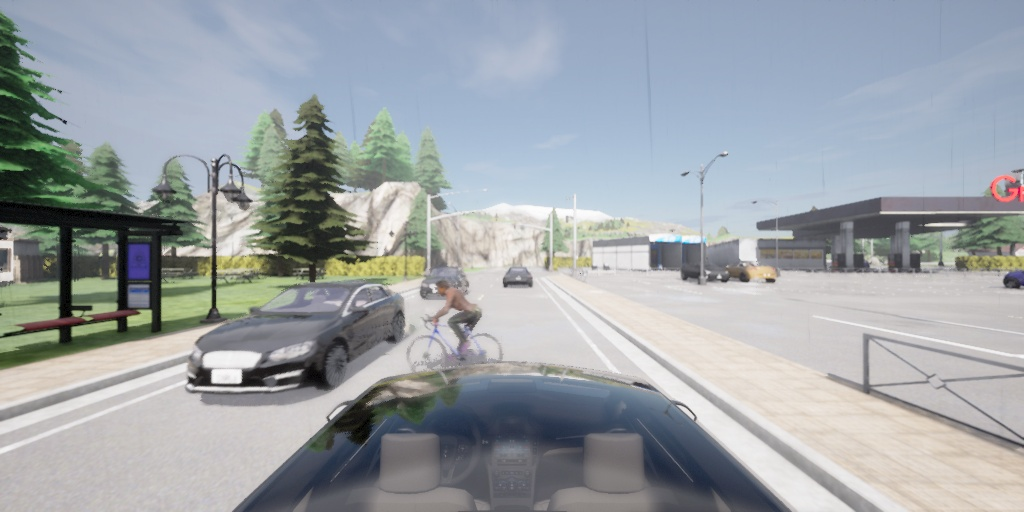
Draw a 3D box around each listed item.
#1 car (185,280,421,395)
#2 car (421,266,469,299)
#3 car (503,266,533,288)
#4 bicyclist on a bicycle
[{"bbox_3d":[-3.543,1.262,6.953,2.128,1.511,4.902,0,0,1],"label":"car"},{"bbox_3d":[-3.367,1.305,18.530,2.128,1.511,4.902,0,0,0],"label":"car"},{"bbox_3d":[0.417,1.401,24.762,1.994,1.385,4.181,0,0,1],"label":"car"},{"bbox_3d":[-1.000,1.219,6.126,1.656,1.620,0.582,-2,0,1],"label":"bicyclist on a bicycle"}]
